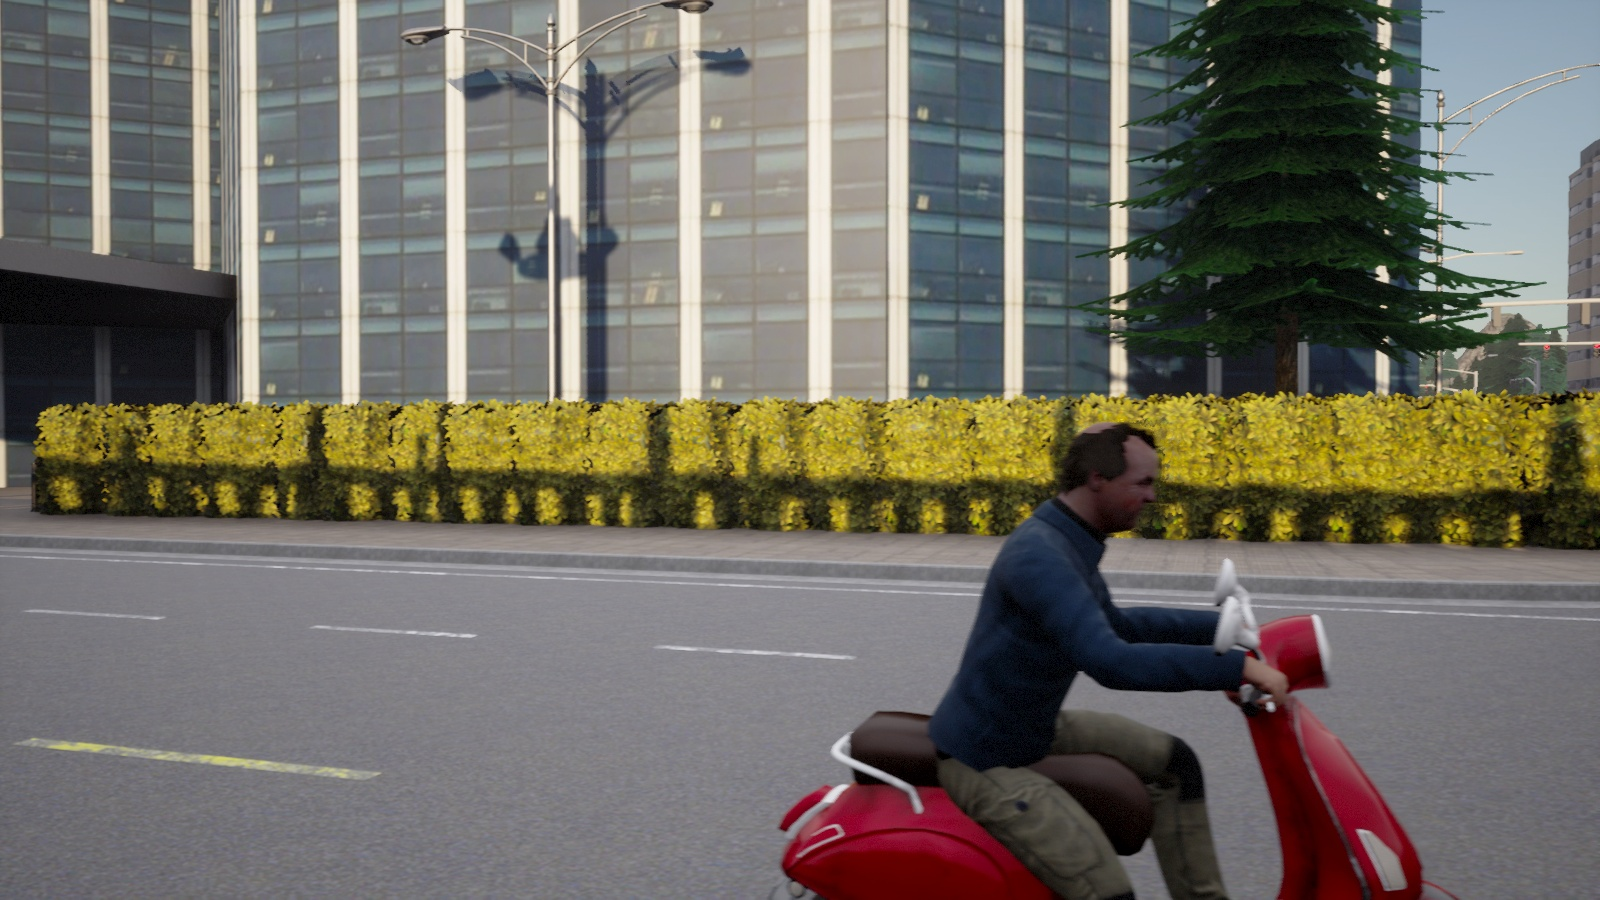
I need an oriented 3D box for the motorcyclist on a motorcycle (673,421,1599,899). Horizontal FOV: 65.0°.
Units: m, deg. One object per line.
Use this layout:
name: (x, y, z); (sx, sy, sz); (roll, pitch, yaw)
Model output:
motorcyclist on a motorcycle: (0.713, 0.733, 2.964); (1.817, 1.590, 0.866); (1, 1, 18)
